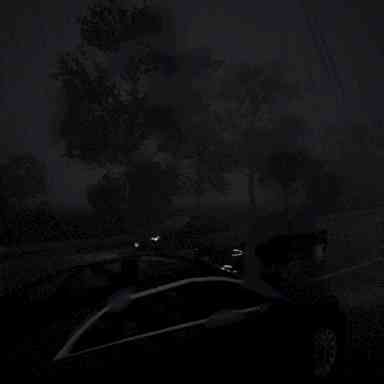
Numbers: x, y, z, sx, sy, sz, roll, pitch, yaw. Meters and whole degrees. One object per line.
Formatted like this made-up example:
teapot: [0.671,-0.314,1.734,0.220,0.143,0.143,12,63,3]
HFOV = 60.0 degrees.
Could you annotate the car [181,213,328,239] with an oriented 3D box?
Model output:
car: [2.295,1.491,10.374,5.008,1.535,1.882,0,0,-39]

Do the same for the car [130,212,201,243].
car: [-0.101,1.545,12.926,4.674,1.442,1.812,0,0,-39]

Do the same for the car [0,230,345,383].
car: [-0.195,1.498,3.759,4.902,1.511,2.128,0,0,-36]
